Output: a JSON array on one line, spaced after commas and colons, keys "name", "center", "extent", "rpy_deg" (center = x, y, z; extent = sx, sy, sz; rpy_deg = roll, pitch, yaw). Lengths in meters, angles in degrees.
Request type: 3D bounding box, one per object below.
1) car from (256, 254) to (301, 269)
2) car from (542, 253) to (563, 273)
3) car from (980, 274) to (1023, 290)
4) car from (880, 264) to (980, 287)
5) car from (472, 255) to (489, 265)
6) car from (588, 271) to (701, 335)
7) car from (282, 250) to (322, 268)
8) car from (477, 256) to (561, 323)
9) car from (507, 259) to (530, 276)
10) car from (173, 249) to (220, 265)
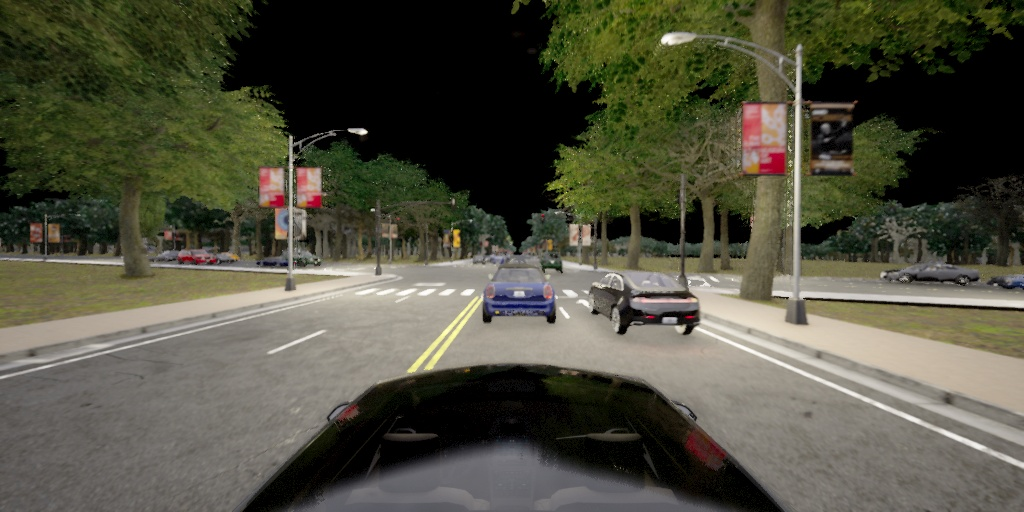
[{"name": "car", "center": [-26.556, 0.758, 40.486], "extent": [4.718, 1.301, 1.895], "rpy_deg": [1, 1, 25]}, {"name": "car", "center": [3.979, 0.672, 37.474], "extent": [2.150, 2.045, 5.566], "rpy_deg": [0, 1, 1]}, {"name": "car", "center": [32.611, 1.448, 21.288], "extent": [5.357, 1.411, 2.033], "rpy_deg": [1, 1, 24]}, {"name": "car", "center": [30.096, 1.314, 25.976], "extent": [4.902, 1.511, 2.128], "rpy_deg": [1, 1, 24]}, {"name": "car", "center": [-5.428, 0.705, 59.614], "extent": [1.837, 1.490, 4.892], "rpy_deg": [0, 1, 2]}, {"name": "car", "center": [3.462, 1.176, 10.258], "extent": [2.128, 1.511, 4.902], "rpy_deg": [0, 1, 0]}, {"name": "car", "center": [-25.747, 0.348, 43.692], "extent": [5.566, 2.045, 2.150], "rpy_deg": [1, 1, 24]}, {"name": "car", "center": [0.229, 1.011, 11.849], "extent": [2.097, 1.767, 4.553], "rpy_deg": [0, 1, 1]}, {"name": "car", "center": [0.664, 1.005, 34.578], "extent": [2.033, 1.411, 5.357], "rpy_deg": [1, 1, 1]}, {"name": "car", "center": [-41.646, 0.175, 47.312], "extent": [5.566, 2.045, 2.150], "rpy_deg": [1, 1, 25]}]
